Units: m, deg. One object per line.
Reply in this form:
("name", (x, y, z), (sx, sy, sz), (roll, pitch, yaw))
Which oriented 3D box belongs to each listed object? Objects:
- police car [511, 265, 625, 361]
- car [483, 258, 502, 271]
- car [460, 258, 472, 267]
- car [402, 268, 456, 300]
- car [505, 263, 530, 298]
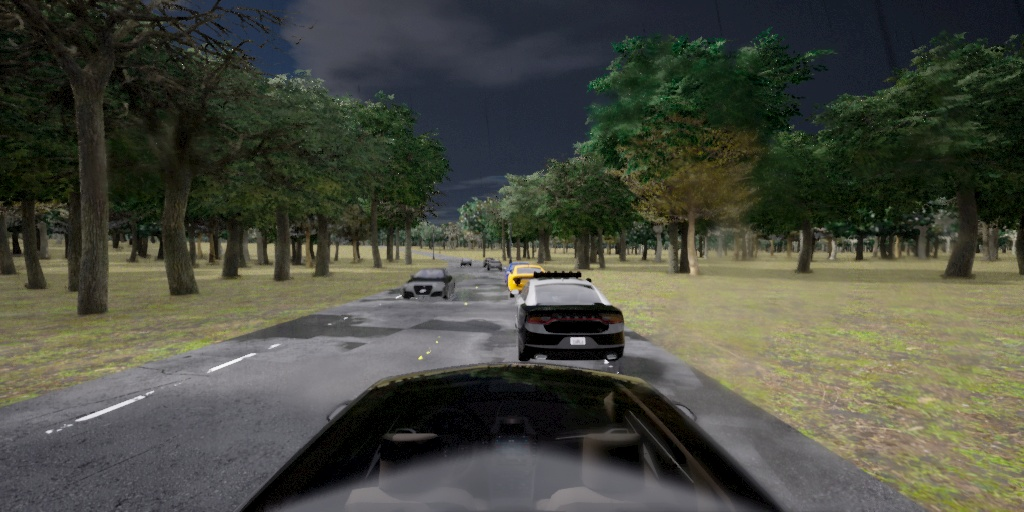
("police car", (1.031, 1.168, 8.382), (1.930, 1.638, 5.238), (0, 0, -1))
("car", (-2.352, 1.114, 47.493), (2.128, 1.511, 4.902), (0, 0, -6))
("car", (-7.761, 1.032, 60.951), (1.882, 1.535, 5.008), (0, 0, -8))
("car", (-3.884, 1.294, 17.356), (1.994, 1.385, 4.181), (0, 0, -2))
("car", (0.776, 1.202, 18.338), (1.882, 1.535, 5.008), (0, 0, -2))
